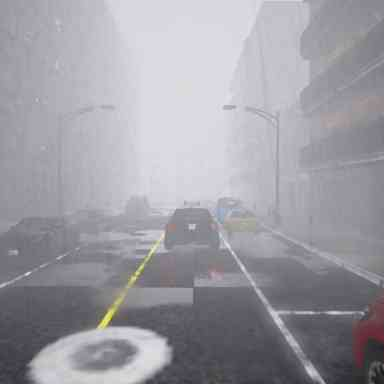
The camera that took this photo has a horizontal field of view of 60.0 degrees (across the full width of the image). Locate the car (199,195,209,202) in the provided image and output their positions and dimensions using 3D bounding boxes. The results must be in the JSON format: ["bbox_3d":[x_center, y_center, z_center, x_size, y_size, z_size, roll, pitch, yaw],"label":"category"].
[{"bbox_3d":[2.678,1.466,75.304,1.967,1.590,4.097,-1,0,0],"label":"car"}]

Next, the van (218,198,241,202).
[{"bbox_3d":[2.677,1.338,24.142,1.690,1.788,3.998,-1,0,0],"label":"van"}]

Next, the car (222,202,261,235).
[{"bbox_3d":[2.679,1.521,18.627,1.752,1.417,4.829,-1,0,0],"label":"car"}]

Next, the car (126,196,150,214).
[{"bbox_3d":[-5.704,1.315,35.515,2.192,1.841,5.009,-1,0,0],"label":"car"}]

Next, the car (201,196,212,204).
[{"bbox_3d":[2.680,1.561,63.935,1.887,1.381,4.507,-1,0,0],"label":"car"}]

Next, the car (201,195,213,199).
[{"bbox_3d":[2.680,1.559,52.564,2.008,1.369,4.403,-1,0,0],"label":"car"}]

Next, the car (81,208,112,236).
[{"bbox_3d":[-5.700,1.561,18.460,1.947,1.339,4.313,-1,0,0],"label":"car"}]

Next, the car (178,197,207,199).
[{"bbox_3d":[0.000,1.494,29.653,2.128,1.511,4.902,0,0,0],"label":"car"}]

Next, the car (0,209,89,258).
[{"bbox_3d":[-5.700,1.561,12.776,1.947,1.339,4.313,-1,0,0],"label":"car"}]

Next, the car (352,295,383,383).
[{"bbox_3d":[2.676,1.312,1.403,2.192,1.841,5.009,-1,0,0],"label":"car"}]

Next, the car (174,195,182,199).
[{"bbox_3d":[-3.000,1.517,75.634,1.812,1.442,4.674,0,0,0],"label":"car"}]

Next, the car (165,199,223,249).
[{"bbox_3d":[0.000,1.362,14.621,2.097,1.767,4.553,0,0,0],"label":"car"}]
